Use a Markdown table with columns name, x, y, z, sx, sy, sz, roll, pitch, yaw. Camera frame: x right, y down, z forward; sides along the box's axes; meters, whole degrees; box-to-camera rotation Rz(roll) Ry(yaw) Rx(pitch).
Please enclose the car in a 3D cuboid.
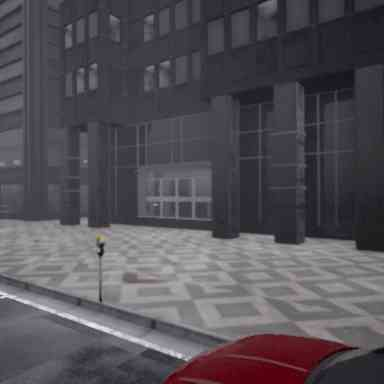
| name | x | y | z | sx | sy | sz | roll | pitch | yaw |
| --- | --- | --- | --- | --- | --- | --- | --- | --- | --- |
| car | 1.751 | 1.540 | 1.710 | 4.507 | 1.381 | 1.887 | -1 | 0 | 36 |
